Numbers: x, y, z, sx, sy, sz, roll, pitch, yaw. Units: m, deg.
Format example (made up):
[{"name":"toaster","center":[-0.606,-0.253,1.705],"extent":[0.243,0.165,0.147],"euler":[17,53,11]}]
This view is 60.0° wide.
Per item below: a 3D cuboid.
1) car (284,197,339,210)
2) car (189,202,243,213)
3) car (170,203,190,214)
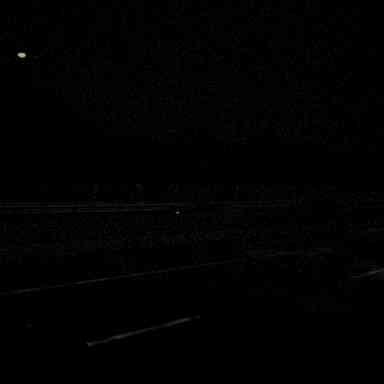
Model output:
[{"name":"car","center":[10.112,1.432,28.059],"extent":[5.566,2.045,2.150],"euler":[0,0,-34]},{"name":"car","center":[2.252,1.740,26.917],"extent":[4.181,1.385,1.994],"euler":[0,0,-35]},{"name":"car","center":[0.309,1.679,29.830],"extent":[4.892,1.490,1.837],"euler":[0,0,-35]}]
